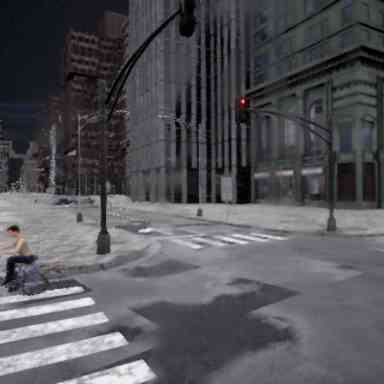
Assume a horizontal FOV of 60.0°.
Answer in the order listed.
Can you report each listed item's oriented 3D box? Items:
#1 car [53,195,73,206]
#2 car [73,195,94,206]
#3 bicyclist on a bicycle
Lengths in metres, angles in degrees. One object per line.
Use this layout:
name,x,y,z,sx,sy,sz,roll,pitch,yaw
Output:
car,-20.198,1.328,51.178,2.033,1.411,5.357,0,0,-29
car,-16.211,1.302,50.273,1.812,1.442,4.674,0,0,-29
bicyclist on a bicycle,-3.933,1.526,7.207,1.509,1.612,0.866,0,0,-30
